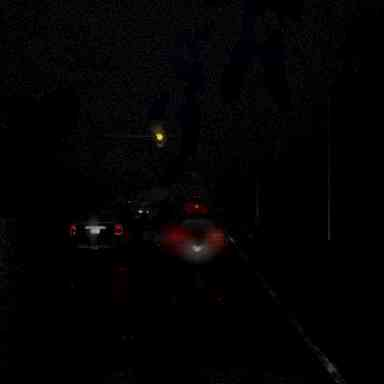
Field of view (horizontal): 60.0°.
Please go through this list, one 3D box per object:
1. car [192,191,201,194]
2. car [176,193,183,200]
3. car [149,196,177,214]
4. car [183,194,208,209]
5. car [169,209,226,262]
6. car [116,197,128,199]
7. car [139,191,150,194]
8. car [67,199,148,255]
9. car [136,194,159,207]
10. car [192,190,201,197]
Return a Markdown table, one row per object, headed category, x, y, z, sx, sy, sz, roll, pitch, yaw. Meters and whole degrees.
| category | x | y | z | sx | sy | sz | roll | pitch | yaw |
| --- | --- | --- | --- | --- | --- | --- | --- | --- | --- |
| car | 0.904 | 1.023 | 70.003 | 1.837 | 1.490 | 4.892 | 0 | 3 | 1 |
| car | -2.589 | 1.027 | 70.471 | 2.128 | 1.511 | 4.902 | 0 | 3 | 1 |
| car | -2.998 | 1.482 | 35.298 | 1.882 | 1.535 | 5.008 | 0 | 0 | 1 |
| car | 0.463 | 1.356 | 32.520 | 2.097 | 1.767 | 4.553 | 0 | 0 | 1 |
| car | 0.196 | 1.528 | 12.077 | 1.812 | 1.442 | 4.674 | 0 | -1 | 1 |
| car | -10.004 | 1.482 | 47.351 | 1.882 | 1.535 | 5.008 | 0 | 0 | 1 |
| car | -9.648 | 0.934 | 66.463 | 2.150 | 2.045 | 5.566 | 0 | 3 | 1 |
| car | -3.287 | 1.354 | 13.515 | 2.097 | 1.767 | 4.553 | 0 | 0 | 1 |
| car | -6.502 | 1.495 | 47.529 | 2.128 | 1.511 | 4.902 | 0 | 0 | 1 |
| car | 1.055 | 0.367 | 80.422 | 2.033 | 1.411 | 5.357 | 0 | 3 | 1 |
